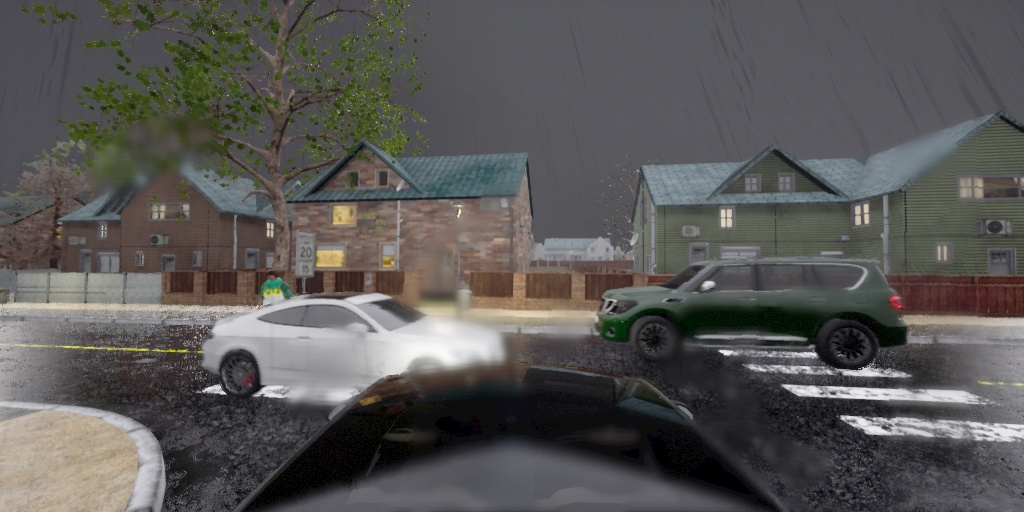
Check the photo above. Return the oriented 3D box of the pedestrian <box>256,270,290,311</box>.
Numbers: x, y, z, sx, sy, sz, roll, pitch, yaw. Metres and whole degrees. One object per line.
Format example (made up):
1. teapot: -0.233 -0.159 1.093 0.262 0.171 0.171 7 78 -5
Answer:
1. pedestrian: -5.534 1.185 8.313 0.375 1.860 0.375 0 -1 9

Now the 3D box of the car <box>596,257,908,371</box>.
1. car: 4.658 1.062 7.660 5.566 2.045 2.150 0 -2 9

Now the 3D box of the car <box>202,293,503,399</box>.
1. car: -2.475 1.334 5.783 4.674 1.442 1.812 0 -1 9
